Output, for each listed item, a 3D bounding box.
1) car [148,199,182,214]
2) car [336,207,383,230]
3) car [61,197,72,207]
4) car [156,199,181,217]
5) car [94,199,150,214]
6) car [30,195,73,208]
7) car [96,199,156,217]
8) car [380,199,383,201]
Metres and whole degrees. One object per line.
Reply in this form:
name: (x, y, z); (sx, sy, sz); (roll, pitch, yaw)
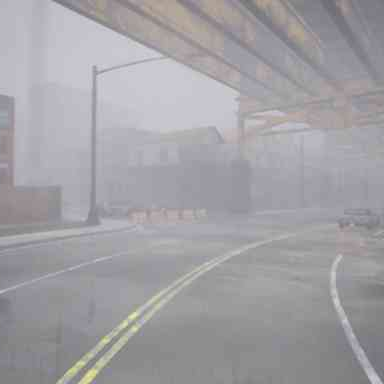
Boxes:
car: (-2.555, 1.290, 30.563); (1.853, 1.218, 4.536); (1, 0, -21)
car: (11.341, 1.753, 22.436); (1.895, 1.301, 4.718); (1, 0, 38)
car: (-18.868, 1.110, 44.912); (4.536, 1.218, 1.853); (1, 0, 4)
car: (-2.538, 1.448, 30.515); (2.038, 1.542, 4.974); (1, 0, -21)
car: (-6.156, 1.247, 29.434); (4.536, 1.218, 1.853); (1, 0, 9)
car: (-18.922, 1.267, 44.915); (4.974, 1.542, 2.038); (1, 0, 4)
car: (-6.107, 1.405, 29.426); (4.974, 1.542, 2.038); (1, 0, 9)
car: (21.714, 1.762, 35.394); (1.882, 1.535, 5.008); (1, 0, 39)
